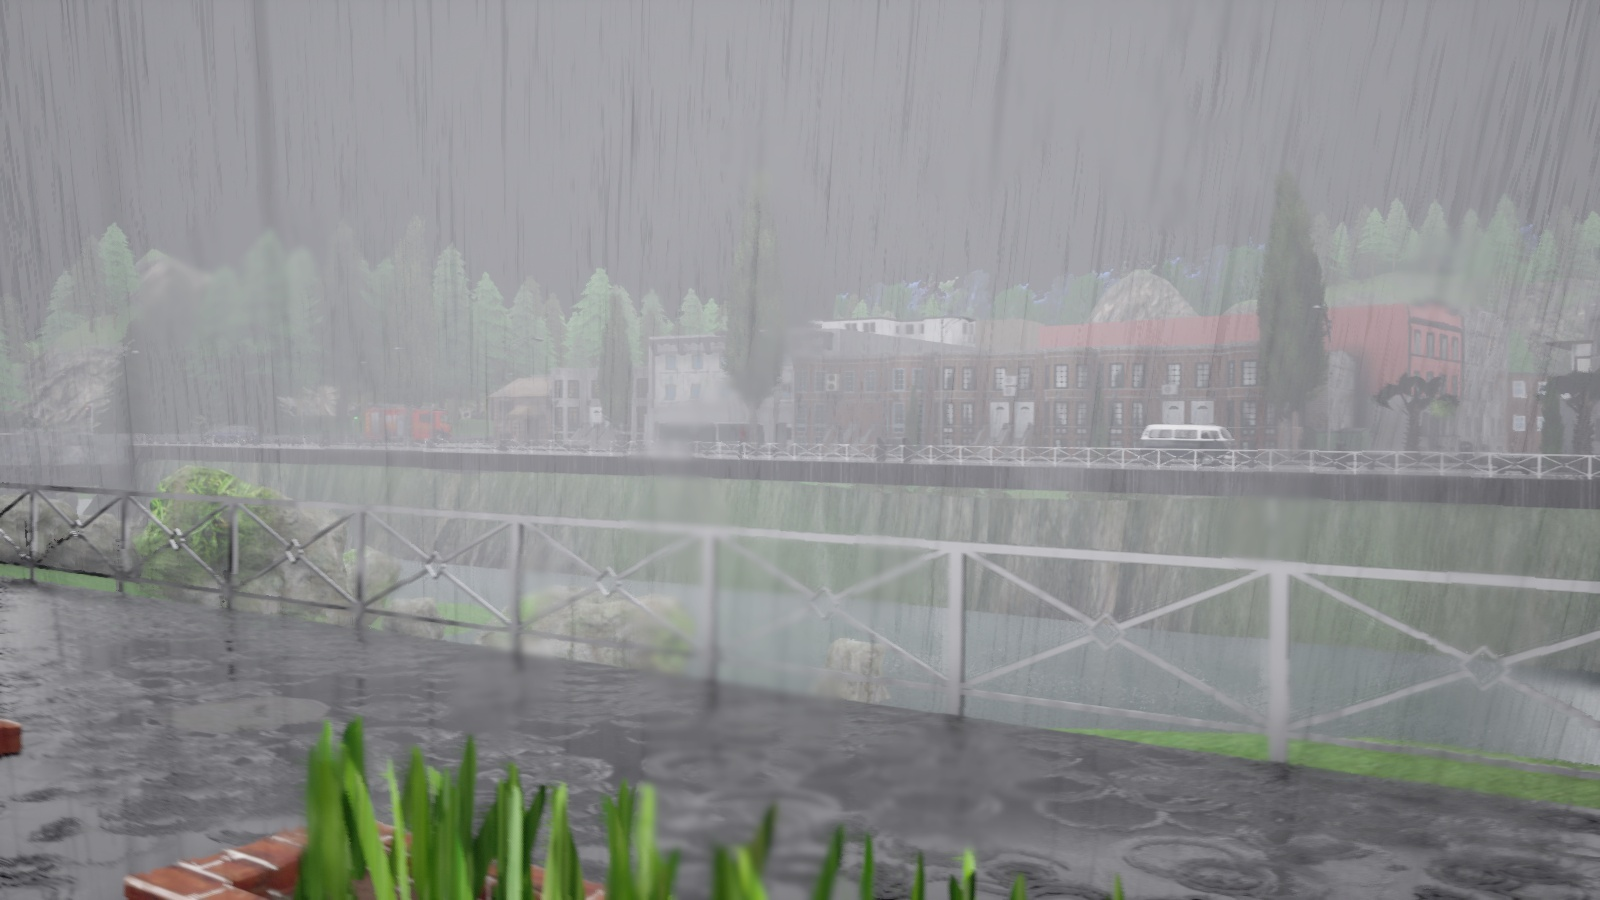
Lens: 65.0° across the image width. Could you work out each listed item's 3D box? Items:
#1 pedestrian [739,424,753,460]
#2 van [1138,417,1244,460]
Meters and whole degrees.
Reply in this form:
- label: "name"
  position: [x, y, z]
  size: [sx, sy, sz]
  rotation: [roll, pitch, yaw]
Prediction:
- label: "pedestrian"
  position: [-2.825, -0.428, 65.589]
  size: [0.636, 1.846, 0.331]
  rotation: [0, 1, 34]
- label: "van"
  position: [18.950, -0.547, 60.860]
  size: [4.480, 2.038, 2.069]
  rotation: [0, 1, 34]
